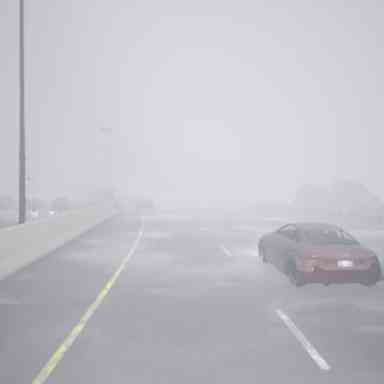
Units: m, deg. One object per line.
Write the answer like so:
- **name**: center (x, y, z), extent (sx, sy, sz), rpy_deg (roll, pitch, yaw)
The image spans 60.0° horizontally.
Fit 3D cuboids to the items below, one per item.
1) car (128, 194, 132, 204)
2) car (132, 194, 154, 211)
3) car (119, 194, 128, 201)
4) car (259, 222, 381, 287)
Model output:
- **car**: center (-9.167, 1.120, 56.746), extent (2.097, 1.767, 4.553), rpy_deg (0, 0, -19)
- **car**: center (-5.518, 1.320, 38.340), extent (1.882, 1.535, 5.008), rpy_deg (0, 0, -12)
- **car**: center (-13.785, 1.126, 69.043), extent (2.033, 1.411, 5.357), rpy_deg (0, 0, -24)
- **car**: center (3.231, 1.516, 9.225), extent (1.994, 1.385, 4.181), rpy_deg (0, 0, -3)
